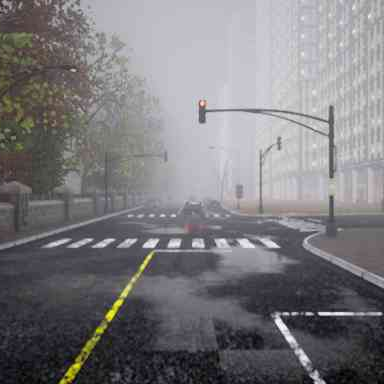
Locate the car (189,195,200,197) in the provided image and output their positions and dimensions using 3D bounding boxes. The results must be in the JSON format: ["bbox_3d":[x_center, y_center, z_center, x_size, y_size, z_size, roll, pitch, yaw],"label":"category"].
[{"bbox_3d":[0.114,1.582,69.770,1.837,1.490,4.892,0,0,0],"label":"car"}]

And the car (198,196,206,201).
[{"bbox_3d":[2.843,1.688,92.337,2.008,1.369,4.403,0,0,0],"label":"car"}]

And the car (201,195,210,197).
[{"bbox_3d":[2.778,1.624,52.911,1.947,1.339,4.313,0,0,0],"label":"car"}]

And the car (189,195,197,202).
[{"bbox_3d":[0.130,1.482,78.936,1.837,1.490,4.892,0,0,0],"label":"car"}]

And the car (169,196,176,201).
[{"bbox_3d":[-5.547,1.669,86.718,1.887,1.381,4.507,0,0,0],"label":"car"}]

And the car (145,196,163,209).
[{"bbox_3d":[-5.612,1.631,47.292,1.802,1.307,4.206,0,0,0],"label":"car"}]

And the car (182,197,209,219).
[{"bbox_3d":[0.146,1.518,29.673,2.128,1.511,4.902,0,0,0],"label":"car"}]

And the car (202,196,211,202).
[{"bbox_3d":[3.276,1.628,76.957,1.812,1.442,4.674,0,0,0],"label":"car"}]

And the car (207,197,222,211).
[{"bbox_3d":[2.759,1.608,41.646,1.947,1.339,4.313,0,0,0],"label":"car"}]

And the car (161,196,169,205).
[{"bbox_3d":[-5.592,1.507,58.558,1.967,1.590,4.097,0,0,0],"label":"car"}]
